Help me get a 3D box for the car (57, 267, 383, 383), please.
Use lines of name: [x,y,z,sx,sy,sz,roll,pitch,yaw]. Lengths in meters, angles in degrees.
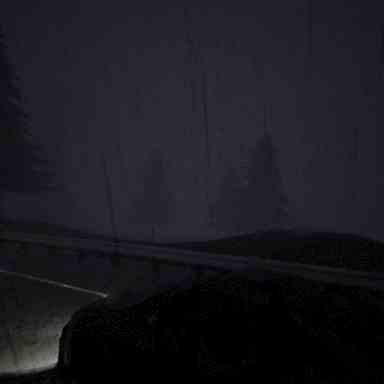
car: [0.447,1.567,3.590,4.181,1.385,1.994,0,0,35]
